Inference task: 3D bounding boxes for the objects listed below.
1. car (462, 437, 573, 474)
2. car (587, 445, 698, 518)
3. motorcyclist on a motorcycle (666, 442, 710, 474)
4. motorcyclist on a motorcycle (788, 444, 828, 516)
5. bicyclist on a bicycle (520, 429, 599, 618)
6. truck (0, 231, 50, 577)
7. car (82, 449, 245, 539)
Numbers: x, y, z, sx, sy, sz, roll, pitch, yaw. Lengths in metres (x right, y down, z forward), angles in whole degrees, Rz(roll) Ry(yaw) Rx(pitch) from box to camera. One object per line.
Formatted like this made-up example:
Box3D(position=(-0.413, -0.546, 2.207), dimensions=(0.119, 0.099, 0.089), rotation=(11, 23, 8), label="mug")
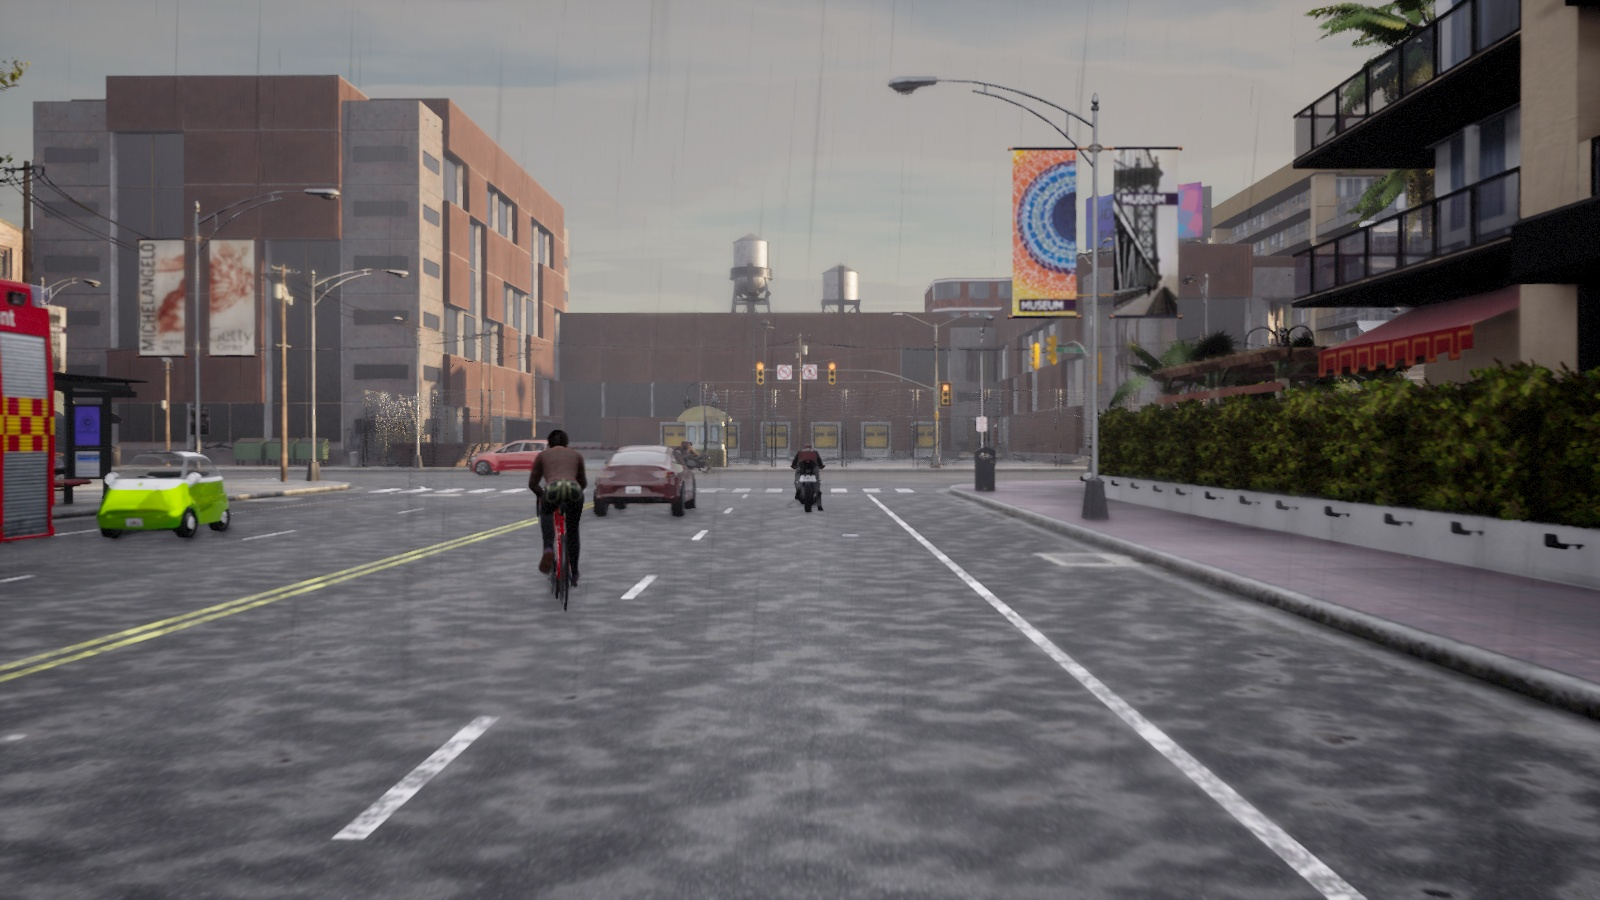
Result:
Box3D(position=(-12.955, 0.255, 57.828), dimensions=(4.611, 1.667, 2.242), rotation=(0, 0, 1), label="car")
Box3D(position=(-3.317, 0.616, 27.207), dimensions=(1.812, 1.442, 4.674), rotation=(0, 0, 0), label="car")
Box3D(position=(-5.456, 0.380, 61.219), dimensions=(2.044, 1.523, 0.797), rotation=(0, 0, 1), label="motorcyclist on a motorcycle")
Box3D(position=(0.173, 0.625, 27.799), dimensions=(0.866, 1.530, 2.191), rotation=(0, 0, 0), label="motorcyclist on a motorcycle")
Box3D(position=(-2.258, 0.632, 11.678), dimensions=(0.582, 1.620, 1.656), rotation=(0, 0, -16), label="bicyclist on a bicycle")
Box3D(position=(-10.312, -0.486, 10.571), dimensions=(2.891, 3.827, 8.468), rotation=(0, 0, 0), label="truck")
Box3D(position=(-10.304, 0.679, 20.470), dimensions=(1.481, 1.376, 2.207), rotation=(0, 0, 2), label="car")
